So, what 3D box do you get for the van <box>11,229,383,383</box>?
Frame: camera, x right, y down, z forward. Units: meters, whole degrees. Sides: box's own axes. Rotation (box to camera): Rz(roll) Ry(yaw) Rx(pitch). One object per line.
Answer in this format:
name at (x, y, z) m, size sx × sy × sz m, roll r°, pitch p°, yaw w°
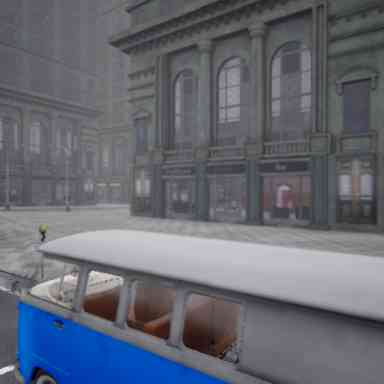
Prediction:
van at (0.039, 1.327, 2.954) m, size 3.998 × 1.788 × 1.690 m, roll 1°, pitch 0°, yaw 35°
